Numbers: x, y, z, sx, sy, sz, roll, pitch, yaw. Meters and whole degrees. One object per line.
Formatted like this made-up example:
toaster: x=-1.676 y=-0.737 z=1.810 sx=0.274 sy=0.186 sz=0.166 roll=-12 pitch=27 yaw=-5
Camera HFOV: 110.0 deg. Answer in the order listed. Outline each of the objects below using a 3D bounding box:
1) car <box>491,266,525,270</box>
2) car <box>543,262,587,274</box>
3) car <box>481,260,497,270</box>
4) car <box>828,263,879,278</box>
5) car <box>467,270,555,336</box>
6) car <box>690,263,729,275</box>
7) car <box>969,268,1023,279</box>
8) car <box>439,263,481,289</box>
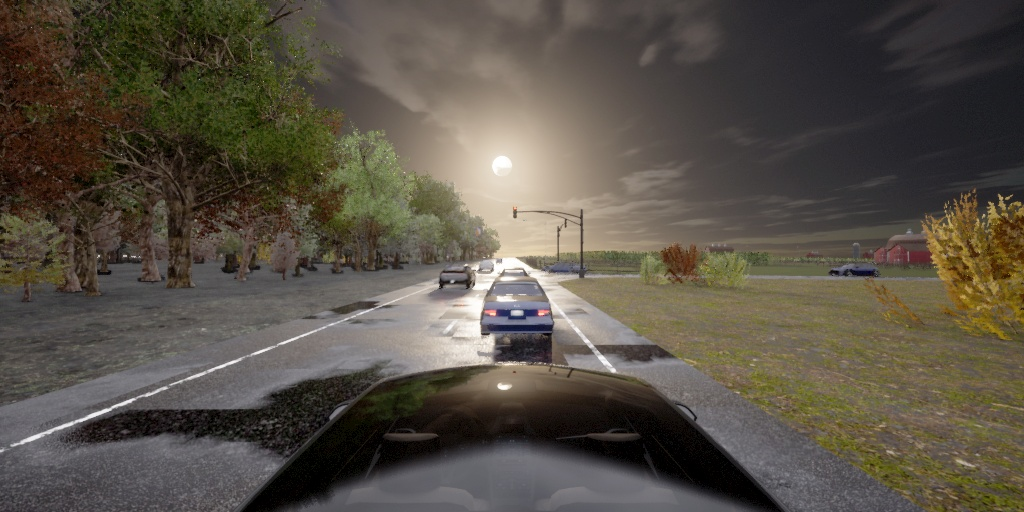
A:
car: x=0.114 y=1.318 z=19.638 sx=1.994 sy=1.385 sz=4.181 roll=0 pitch=0 yaw=0
car: x=6.412 y=1.456 z=43.830 sx=5.357 sy=1.411 sz=2.033 roll=0 pitch=-1 yaw=26
car: x=-3.379 y=1.282 z=48.109 sx=1.812 sy=1.442 sz=4.674 roll=0 pitch=0 yaw=0
car: x=39.609 y=1.592 z=41.649 sx=4.553 sy=1.767 sz=2.097 roll=1 pitch=-1 yaw=0
car: x=0.105 y=1.300 z=10.396 sx=2.033 sy=1.411 sz=5.357 roll=0 pitch=0 yaw=0
car: x=22.957 y=1.565 z=41.741 sx=4.892 sy=1.490 sz=1.837 roll=1 pitch=-1 yaw=0
car: x=51.436 y=1.910 z=37.965 sx=4.718 sy=1.301 sz=1.895 roll=1 pitch=-1 yaw=1
car: x=-3.391 y=1.247 z=22.849 sx=2.128 sy=1.511 sz=4.902 roll=0 pitch=0 yaw=0
